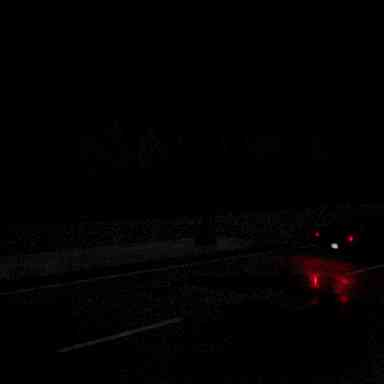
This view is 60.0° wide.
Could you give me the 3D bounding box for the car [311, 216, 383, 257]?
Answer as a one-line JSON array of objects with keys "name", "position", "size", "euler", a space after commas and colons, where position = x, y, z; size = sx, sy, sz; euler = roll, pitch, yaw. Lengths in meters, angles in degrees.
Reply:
[{"name": "car", "position": [6.823, 1.585, 12.795], "size": [4.718, 1.301, 1.895], "euler": [0, 0, -33]}]
